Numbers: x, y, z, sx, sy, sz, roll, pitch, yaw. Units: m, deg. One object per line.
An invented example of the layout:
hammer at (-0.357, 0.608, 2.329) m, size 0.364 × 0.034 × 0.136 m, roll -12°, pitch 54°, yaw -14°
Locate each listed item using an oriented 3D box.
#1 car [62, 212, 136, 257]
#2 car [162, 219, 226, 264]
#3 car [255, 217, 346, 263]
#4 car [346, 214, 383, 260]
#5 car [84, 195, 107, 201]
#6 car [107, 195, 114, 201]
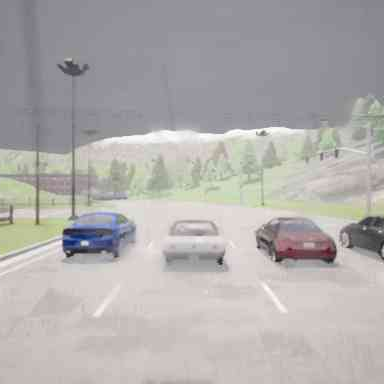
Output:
car at (-3.434, 1.503, 13.128) m, size 1.882 × 1.535 × 5.008 m, roll 0°, pitch 0°, yaw 0°
car at (0.072, 1.624, 11.901) m, size 1.895 × 1.301 × 4.718 m, roll 0°, pitch 0°, yaw 0°
car at (3.571, 1.587, 12.126) m, size 1.994 × 1.385 × 4.181 m, roll 0°, pitch 0°, yaw 0°
car at (7.069, 1.528, 11.898) m, size 1.837 × 1.490 × 4.892 m, roll 0°, pitch 0°, yaw 0°
car at (-25.468, 1.667, 87.890) m, size 4.892 × 1.490 × 1.837 m, roll 0°, pitch 0°, yaw 35°
car at (-24.192, 1.726, 91.245) m, size 4.181 × 1.385 × 1.994 m, roll 0°, pitch 0°, yaw 32°
